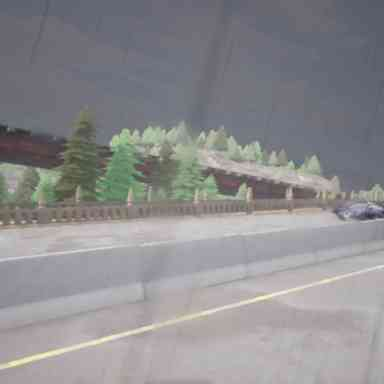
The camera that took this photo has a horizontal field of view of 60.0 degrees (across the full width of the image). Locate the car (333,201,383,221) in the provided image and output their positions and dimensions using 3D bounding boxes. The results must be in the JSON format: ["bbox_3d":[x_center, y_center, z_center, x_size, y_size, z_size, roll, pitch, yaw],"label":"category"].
[{"bbox_3d":[13.661,1.583,26.628,4.674,1.442,1.812,0,0,-35],"label":"car"}]
